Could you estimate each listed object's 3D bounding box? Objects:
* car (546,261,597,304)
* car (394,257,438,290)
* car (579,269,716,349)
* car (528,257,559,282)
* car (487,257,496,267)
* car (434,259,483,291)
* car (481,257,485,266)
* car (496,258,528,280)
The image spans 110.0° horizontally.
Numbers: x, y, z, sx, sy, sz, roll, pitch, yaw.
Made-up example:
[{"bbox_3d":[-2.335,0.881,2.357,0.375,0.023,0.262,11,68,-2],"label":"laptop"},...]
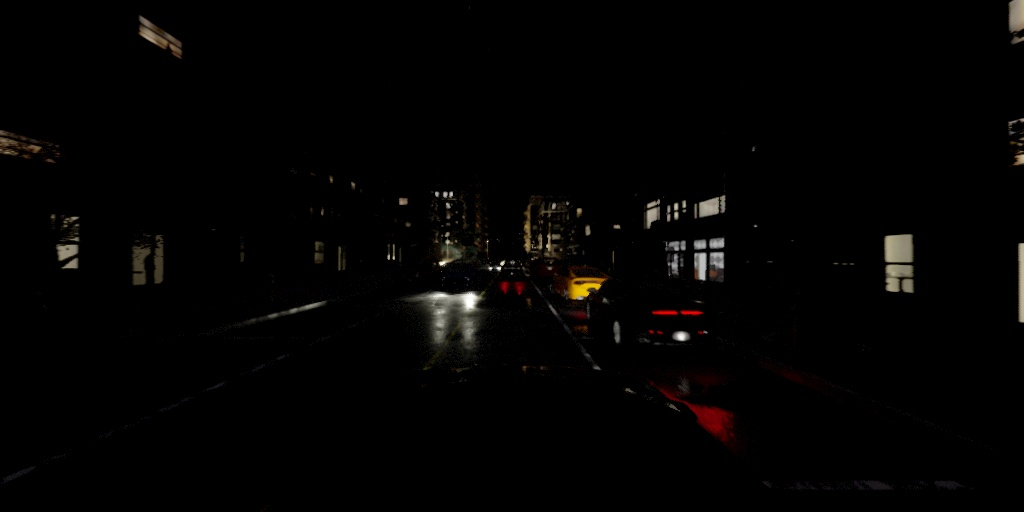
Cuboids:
[{"bbox_3d":[3.040,1.190,16.286,1.882,1.535,5.008,0,0,-4],"label":"car"},{"bbox_3d":[-5.697,1.011,22.378,2.192,1.841,5.009,0,0,0],"label":"car"},{"bbox_3d":[3.143,1.235,9.077,1.837,1.490,4.892,0,0,0],"label":"car"},{"bbox_3d":[2.682,0.998,27.912,2.192,1.841,5.009,0,0,0],"label":"car"},{"bbox_3d":[-3.023,1.252,64.629,1.895,1.301,4.718,0,0,0],"label":"car"},{"bbox_3d":[-3.106,1.175,21.806,1.882,1.535,5.008,0,0,0],"label":"car"},{"bbox_3d":[-5.778,1.140,57.050,1.751,1.417,4.829,0,0,0],"label":"car"},{"bbox_3d":[0.033,1.169,30.340,2.128,1.511,4.902,0,0,1],"label":"car"}]
